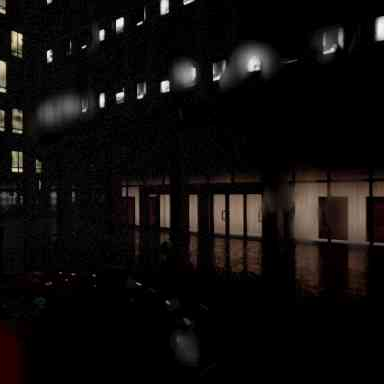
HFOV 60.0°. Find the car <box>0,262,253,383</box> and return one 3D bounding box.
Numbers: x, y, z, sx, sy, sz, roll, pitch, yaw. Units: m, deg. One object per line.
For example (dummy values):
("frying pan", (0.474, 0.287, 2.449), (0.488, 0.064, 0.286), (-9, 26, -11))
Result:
("car", (-1.514, 1.547, 3.979), (4.507, 1.381, 1.887), (0, 0, 36))
